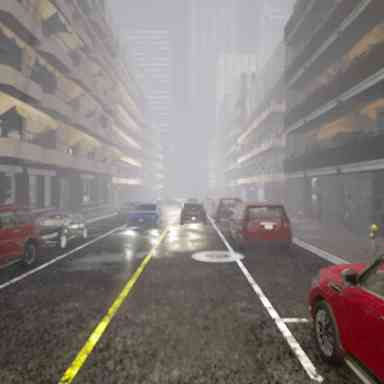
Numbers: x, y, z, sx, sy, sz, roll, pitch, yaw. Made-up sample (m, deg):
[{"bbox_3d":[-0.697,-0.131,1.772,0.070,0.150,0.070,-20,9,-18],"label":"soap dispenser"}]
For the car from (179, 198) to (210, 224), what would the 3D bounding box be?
[{"bbox_3d":[0.105,1.489,24.489,1.837,1.490,4.892,0,0,0],"label":"car"}]

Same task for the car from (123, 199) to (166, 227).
[{"bbox_3d":[-3.085,1.461,22.680,1.882,1.535,5.008,0,0,0],"label":"car"}]

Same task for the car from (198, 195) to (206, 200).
[{"bbox_3d":[2.695,1.492,92.424,2.008,1.369,4.403,-1,0,0],"label":"car"}]

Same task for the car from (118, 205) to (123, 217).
[{"bbox_3d":[-5.695,1.560,30.831,1.802,1.307,4.206,-1,0,0],"label":"car"}]

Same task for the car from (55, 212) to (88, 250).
[{"bbox_3d":[-5.705,1.541,14.025,2.008,1.369,4.403,-1,0,0],"label":"car"}]

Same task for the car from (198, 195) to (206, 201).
[{"bbox_3d":[2.695,1.510,86.821,1.947,1.339,4.313,-1,0,0],"label":"car"}]

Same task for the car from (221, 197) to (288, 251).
[{"bbox_3d":[2.679,1.305,13.995,2.192,1.841,5.009,-1,0,0],"label":"car"}]

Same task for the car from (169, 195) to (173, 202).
[{"bbox_3d":[-5.692,1.268,70.045,2.192,1.841,5.009,-1,0,0],"label":"car"}]

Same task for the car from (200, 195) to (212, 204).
[{"bbox_3d":[2.689,1.397,64.413,1.967,1.590,4.097,-1,0,0],"label":"car"}]

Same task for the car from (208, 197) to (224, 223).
[{"bbox_3d":[2.681,1.297,25.199,2.192,1.841,5.009,-1,0,0],"label":"car"}]

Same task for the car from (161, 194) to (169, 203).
[{"bbox_3d":[-5.690,1.511,58.841,2.008,1.369,4.403,-1,0,0],"label":"car"}]

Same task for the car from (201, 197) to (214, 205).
[{"bbox_3d":[2.690,1.526,58.811,1.947,1.339,4.313,-1,0,0],"label":"car"}]

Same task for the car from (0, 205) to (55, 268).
[{"bbox_3d":[-5.692,1.309,8.423,2.192,1.841,5.009,-1,0,0],"label":"car"}]

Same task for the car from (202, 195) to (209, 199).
[{"bbox_3d":[2.689,1.489,53.379,1.752,1.417,4.829,-1,0,0],"label":"car"}]

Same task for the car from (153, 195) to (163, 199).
[{"bbox_3d":[-5.692,1.518,47.638,2.008,1.369,4.403,-1,0,0],"label":"car"}]

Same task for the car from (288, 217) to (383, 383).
[{"bbox_3d":[2.678,1.313,2.791,2.192,1.841,5.009,-1,0,0],"label":"car"}]

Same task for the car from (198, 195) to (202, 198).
[{"bbox_3d":[0.108,1.494,46.249,1.812,1.442,4.674,0,0,0],"label":"car"}]
